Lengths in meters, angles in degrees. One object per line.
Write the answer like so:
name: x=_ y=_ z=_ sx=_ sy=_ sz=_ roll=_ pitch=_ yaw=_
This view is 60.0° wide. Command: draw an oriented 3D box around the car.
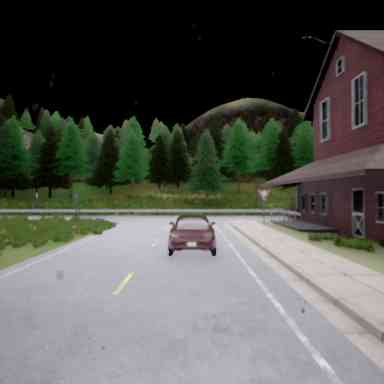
car: x=0.021 y=1.676 z=13.883 sx=1.812 sy=1.442 sz=4.674 roll=0 pitch=0 yaw=0
